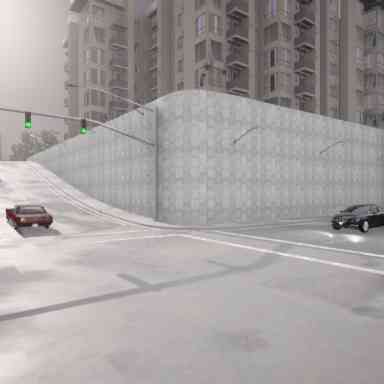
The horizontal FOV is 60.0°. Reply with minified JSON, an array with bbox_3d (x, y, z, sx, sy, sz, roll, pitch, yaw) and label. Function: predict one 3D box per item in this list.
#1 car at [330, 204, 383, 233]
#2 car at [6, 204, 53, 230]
[{"bbox_3d":[10.268,1.505,19.936,4.892,1.490,1.837,0,0,-36],"label":"car"},{"bbox_3d":[-9.874,1.386,19.973,1.895,1.301,4.718,0,3,-36],"label":"car"}]
